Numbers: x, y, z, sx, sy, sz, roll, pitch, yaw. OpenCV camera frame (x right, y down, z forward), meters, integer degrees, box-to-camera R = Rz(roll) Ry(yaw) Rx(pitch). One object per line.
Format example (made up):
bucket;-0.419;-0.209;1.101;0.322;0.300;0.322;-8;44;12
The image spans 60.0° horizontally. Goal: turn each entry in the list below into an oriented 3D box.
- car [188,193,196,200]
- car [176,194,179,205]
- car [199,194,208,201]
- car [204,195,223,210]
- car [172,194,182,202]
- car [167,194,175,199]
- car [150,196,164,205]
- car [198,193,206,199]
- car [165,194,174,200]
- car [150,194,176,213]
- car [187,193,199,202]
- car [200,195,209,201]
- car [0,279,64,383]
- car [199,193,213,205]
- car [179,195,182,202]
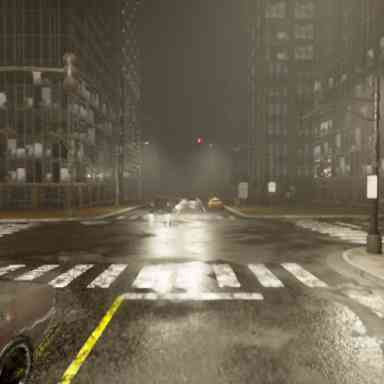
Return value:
car;0.008;1.030;76.151;1.882;1.535;5.008;0;0;0
car;-3.087;1.328;43.917;1.882;1.535;5.008;0;0;0
car;2.687;1.261;78.517;2.008;1.369;4.403;-1;0;0
car;2.811;1.390;40.253;1.752;1.417;4.829;-1;0;0
car;-2.994;1.238;66.363;1.882;1.535;5.008;0;0;0
car;-5.659;1.227;89.927;1.947;1.339;4.313;-1;0;0
car;-5.833;1.370;55.885;1.947;1.339;4.313;-1;0;0
car;2.686;1.102;89.866;1.967;1.590;4.097;-1;0;0
car;-5.659;1.268;84.254;1.802;1.307;4.206;-1;0;0
car;-3.109;1.236;34.620;2.097;1.767;4.553;0;0;1
car;0.007;1.362;66.178;1.895;1.301;4.718;0;0;0
car;2.686;1.300;72.844;1.947;1.339;4.313;-1;0;0
car;-2.860;1.540;2.248;2.033;1.411;5.357;0;0;5
car;2.719;1.121;55.333;2.192;1.841;5.009;-1;0;0
car;-3.058;1.411;54.329;1.895;1.301;4.718;0;0;0
